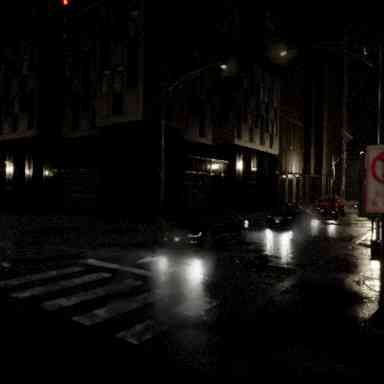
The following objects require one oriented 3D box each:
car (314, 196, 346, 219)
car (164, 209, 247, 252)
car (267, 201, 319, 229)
[{"bbox_3d":[13.238,1.385,32.043,2.150,2.045,5.566,1,0,35],"label":"car"},{"bbox_3d":[0.776,1.532,14.397,1.837,1.490,4.892,1,0,34],"label":"car"},{"bbox_3d":[6.762,1.586,22.875,2.128,1.511,4.902,1,0,35],"label":"car"}]
